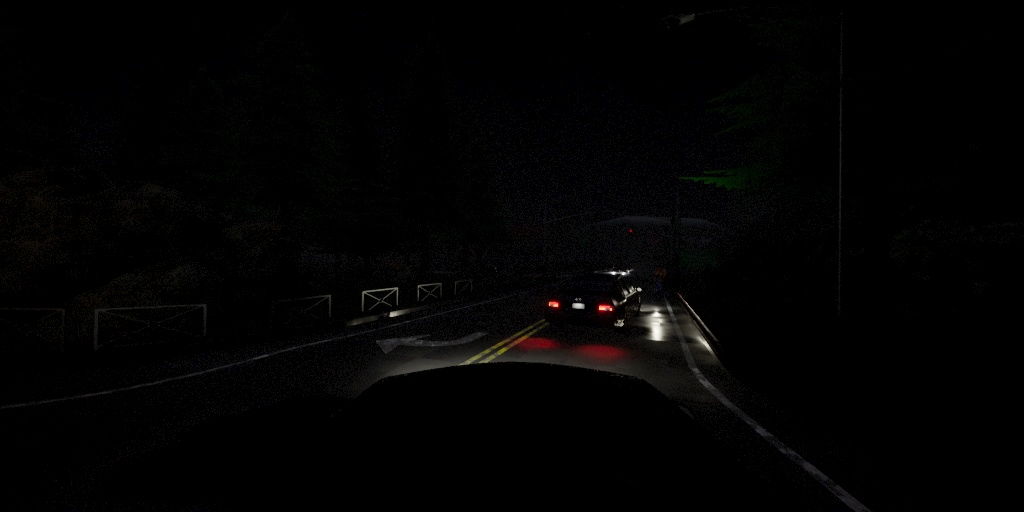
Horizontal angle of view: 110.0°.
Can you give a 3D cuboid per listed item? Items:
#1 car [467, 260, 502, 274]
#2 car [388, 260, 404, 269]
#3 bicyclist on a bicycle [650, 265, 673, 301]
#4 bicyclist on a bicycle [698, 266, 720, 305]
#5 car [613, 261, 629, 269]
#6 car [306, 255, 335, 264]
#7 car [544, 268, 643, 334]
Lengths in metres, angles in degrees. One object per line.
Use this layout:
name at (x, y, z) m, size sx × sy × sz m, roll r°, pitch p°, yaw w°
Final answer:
car at (-3.501, 1.366, 44.871) m, size 4.553 × 1.767 × 2.097 m, roll 1°, pitch 0°, yaw 21°
car at (-14.698, 1.363, 49.284) m, size 5.008 × 1.535 × 1.882 m, roll 1°, pitch 0°, yaw 22°
bicyclist on a bicycle at (6.898, 1.235, 16.511) m, size 1.656 × 1.620 × 0.582 m, roll 1°, pitch 0°, yaw -30°
bicyclist on a bicycle at (8.302, 1.247, 15.087) m, size 1.656 × 1.620 × 0.582 m, roll 1°, pitch 0°, yaw -33°
car at (17.382, 1.858, 57.879) m, size 1.895 × 1.301 × 4.718 m, roll 1°, pitch 0°, yaw 22°
car at (-30.421, 0.937, 56.702) m, size 5.566 × 2.045 × 2.150 m, roll 0°, pitch -1°, yaw 29°
car at (2.594, 1.219, 10.427) m, size 2.033 × 1.411 × 5.357 m, roll 1°, pitch 0°, yaw 26°
